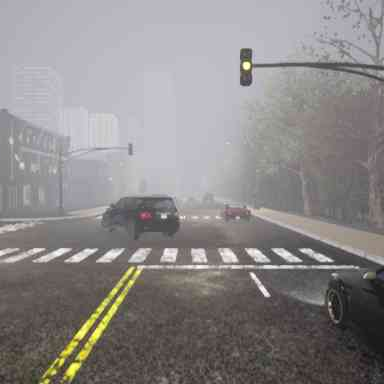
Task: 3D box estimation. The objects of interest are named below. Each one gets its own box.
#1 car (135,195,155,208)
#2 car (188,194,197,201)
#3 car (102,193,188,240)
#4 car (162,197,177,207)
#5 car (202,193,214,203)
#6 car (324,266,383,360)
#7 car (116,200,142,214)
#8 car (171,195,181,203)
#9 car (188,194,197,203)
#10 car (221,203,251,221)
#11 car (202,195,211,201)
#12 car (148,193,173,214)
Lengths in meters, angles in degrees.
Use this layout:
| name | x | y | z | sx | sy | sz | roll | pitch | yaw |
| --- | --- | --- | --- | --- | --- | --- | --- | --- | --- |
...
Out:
| name | x | y | z | sx | sy | sz | roll | pitch | yaw |
| --- | --- | --- | --- | --- | --- | --- | --- | --- | --- |
| car | -6.565 | 1.283 | 46.629 | 2.097 | 1.767 | 4.553 | 0 | 0 | 0 |
| car | 0.031 | 1.255 | 76.901 | 2.033 | 1.411 | 5.357 | 0 | 0 | 0 |
| car | -2.784 | 1.200 | 17.198 | 2.150 | 2.045 | 5.566 | 1 | 0 | -34 |
| car | -3.305 | 1.453 | 49.863 | 1.812 | 1.442 | 4.674 | 0 | 1 | 0 |
| car | 3.276 | 1.122 | 66.511 | 2.150 | 2.045 | 5.566 | 0 | 0 | 0 |
| car | 3.350 | 1.558 | 4.280 | 1.994 | 1.385 | 4.181 | 0 | 0 | 0 |
| car | -6.592 | 1.550 | 35.338 | 1.895 | 1.301 | 4.718 | 0 | 0 | 1 |
| car | -3.222 | 1.374 | 69.041 | 1.882 | 1.535 | 5.008 | 0 | 0 | 0 |
| car | 0.026 | 1.392 | 66.482 | 2.128 | 1.511 | 4.902 | 0 | 0 | 0 |
| car | 3.361 | 1.564 | 26.457 | 1.895 | 1.301 | 4.718 | 0 | 0 | 0 |
| car | 3.281 | 1.311 | 76.929 | 1.895 | 1.301 | 4.718 | 0 | 0 | 0 |
| car | -3.324 | 1.170 | 36.289 | 2.150 | 2.045 | 5.566 | 0 | 0 | 0 |
